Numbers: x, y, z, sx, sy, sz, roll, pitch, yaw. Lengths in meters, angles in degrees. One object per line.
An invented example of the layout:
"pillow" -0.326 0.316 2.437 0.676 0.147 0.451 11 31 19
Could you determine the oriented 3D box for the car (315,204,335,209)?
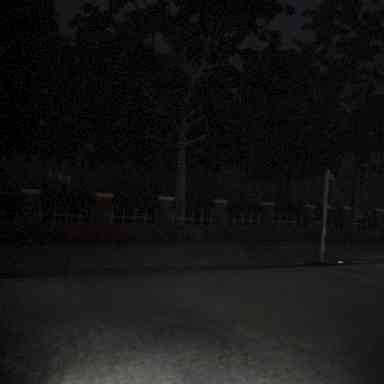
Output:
"car" 23.290 2.775 57.753 1.895 1.301 4.718 4 0 -23
